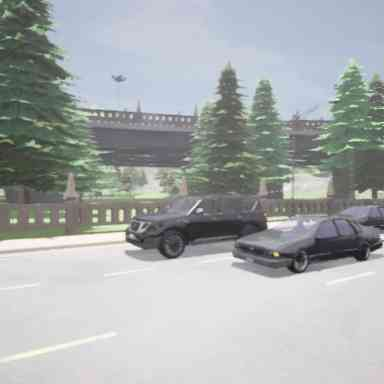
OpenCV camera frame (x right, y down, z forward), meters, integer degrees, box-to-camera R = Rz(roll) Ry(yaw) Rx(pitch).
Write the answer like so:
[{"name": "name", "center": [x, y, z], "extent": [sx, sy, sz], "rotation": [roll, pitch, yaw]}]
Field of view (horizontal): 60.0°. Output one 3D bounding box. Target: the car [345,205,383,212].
[{"name": "car", "center": [9.183, 1.426, 17.636], "extent": [5.357, 1.411, 2.033], "rotation": [0, 1, -29]}]

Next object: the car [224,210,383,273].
[{"name": "car", "center": [3.828, 1.467, 10.474], "extent": [5.357, 1.411, 2.033], "rotation": [0, 1, -32]}]

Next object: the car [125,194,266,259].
[{"name": "car", "center": [0.365, 1.107, 12.411], "extent": [5.566, 2.045, 2.150], "rotation": [0, 1, -32]}]
